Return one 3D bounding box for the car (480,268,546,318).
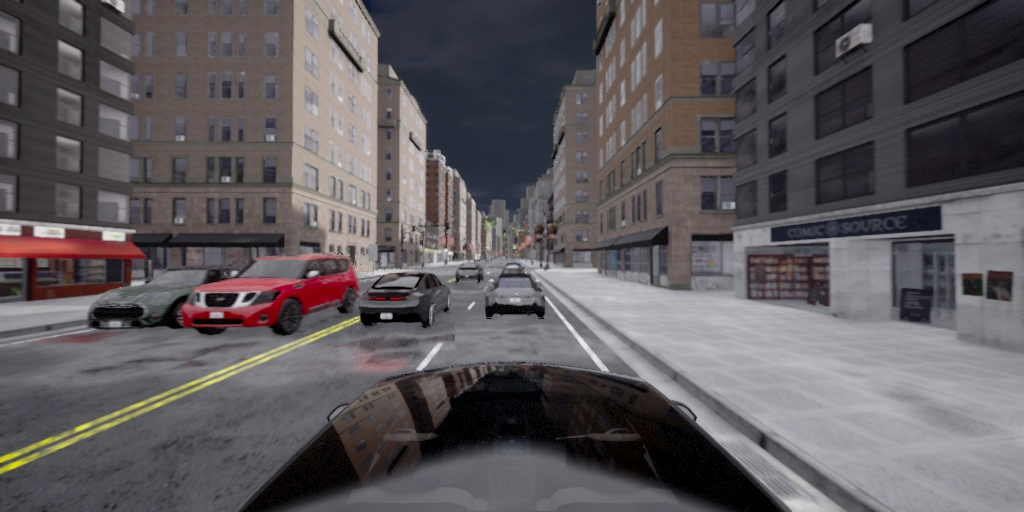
[{"bbox_3d":[0.100,1.309,12.879,1.994,1.385,4.181,0,0,0],"label":"car"}]

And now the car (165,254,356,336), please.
[{"bbox_3d":[-6.599,0.969,10.773,2.150,2.045,5.566,0,0,0],"label":"car"}]

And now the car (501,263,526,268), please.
[{"bbox_3d":[0.102,1.258,28.464,1.812,1.442,4.674,0,0,0],"label":"car"}]

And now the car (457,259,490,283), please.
[{"bbox_3d":[-3.149,1.225,27.554,2.128,1.511,4.902,0,0,0],"label":"car"}]

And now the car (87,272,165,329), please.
[{"bbox_3d":[-9.849,1.099,11.146,2.097,1.767,4.553,0,0,0],"label":"car"}]

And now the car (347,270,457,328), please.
[{"bbox_3d":[-3.152,1.253,11.423,1.837,1.490,4.892,0,0,0],"label":"car"}]
